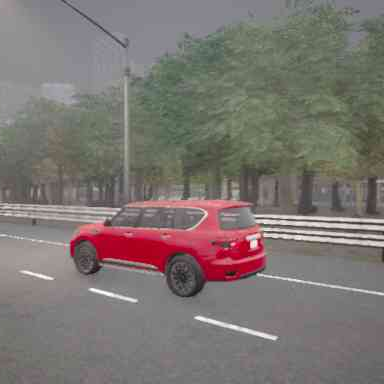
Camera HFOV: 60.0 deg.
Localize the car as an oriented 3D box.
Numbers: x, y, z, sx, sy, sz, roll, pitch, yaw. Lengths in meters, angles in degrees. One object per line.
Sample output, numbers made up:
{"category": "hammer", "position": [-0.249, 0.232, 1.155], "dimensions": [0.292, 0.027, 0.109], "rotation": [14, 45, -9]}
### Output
{"category": "car", "position": [-0.842, 1.223, 8.765], "dimensions": [5.566, 2.045, 2.150], "rotation": [0, 0, 35]}
